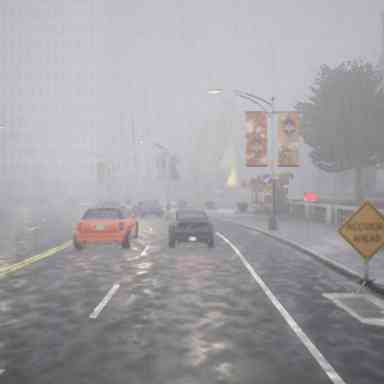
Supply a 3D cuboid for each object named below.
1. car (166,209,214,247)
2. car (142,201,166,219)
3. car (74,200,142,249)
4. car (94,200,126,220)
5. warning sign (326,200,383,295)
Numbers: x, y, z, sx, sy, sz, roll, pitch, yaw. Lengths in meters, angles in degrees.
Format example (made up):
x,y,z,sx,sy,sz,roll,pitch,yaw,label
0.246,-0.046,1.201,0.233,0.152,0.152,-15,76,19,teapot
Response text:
x,y,z,sx,sy,sz,roll,pitch,yaw,label
-0.114,1.516,14.965,1.837,1.490,4.892,0,0,-3,car
-4.299,1.563,31.335,2.033,1.411,5.357,0,0,-25,car
-3.606,1.365,14.725,2.097,1.767,4.553,0,0,-3,car
-7.465,1.516,29.842,1.837,1.490,4.892,0,0,-25,car
3.755,1.114,7.160,1.300,1.860,1.060,0,0,0,warning sign
